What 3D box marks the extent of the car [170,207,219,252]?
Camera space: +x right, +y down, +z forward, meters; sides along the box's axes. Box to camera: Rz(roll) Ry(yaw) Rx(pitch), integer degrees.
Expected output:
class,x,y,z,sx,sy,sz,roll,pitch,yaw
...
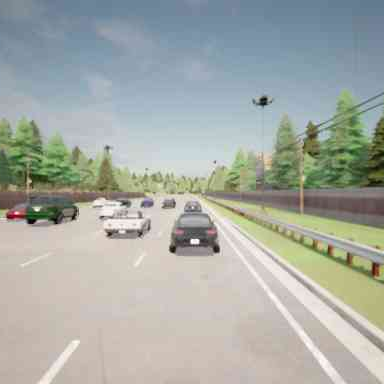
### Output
class,x,y,z,sx,sy,sz,roll,pitch,yaw
car,0.101,1.562,13.877,1.812,1.442,4.674,0,0,0

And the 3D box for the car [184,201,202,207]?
class,x,y,z,sx,sy,sz,roll,pitch,yaw
car,0.097,1.641,35.533,2.033,1.411,5.357,0,0,0

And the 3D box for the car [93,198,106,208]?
class,x,y,z,sx,sy,sz,roll,pitch,yaw
car,-13.903,1.660,51.471,1.812,1.442,4.674,0,0,0

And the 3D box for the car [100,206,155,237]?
class,x,y,z,sx,sy,sz,roll,pitch,yaw
car,-3.401,1.649,18.479,1.895,1.301,4.718,0,0,0

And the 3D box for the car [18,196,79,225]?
class,x,y,z,sx,sy,sz,roll,pitch,yaw
car,-10.400,1.288,25.019,2.150,2.045,5.566,0,0,0

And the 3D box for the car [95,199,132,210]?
class,x,y,z,sx,sy,sz,roll,pitch,yaw
car,-6.899,1.603,29.673,1.812,1.442,4.674,0,0,0

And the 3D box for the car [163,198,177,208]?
class,x,y,z,sx,sy,sz,roll,pitch,yaw
car,-3.407,1.626,51.023,2.128,1.511,4.902,0,0,0

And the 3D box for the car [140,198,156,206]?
class,x,y,z,sx,sy,sz,roll,pitch,yaw
car,-6.901,1.663,52.514,1.812,1.442,4.674,0,0,0

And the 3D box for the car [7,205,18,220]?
class,x,y,z,sx,sy,sz,roll,pitch,yaw
car,-13.903,1.639,28.470,1.994,1.385,4.181,0,0,0
